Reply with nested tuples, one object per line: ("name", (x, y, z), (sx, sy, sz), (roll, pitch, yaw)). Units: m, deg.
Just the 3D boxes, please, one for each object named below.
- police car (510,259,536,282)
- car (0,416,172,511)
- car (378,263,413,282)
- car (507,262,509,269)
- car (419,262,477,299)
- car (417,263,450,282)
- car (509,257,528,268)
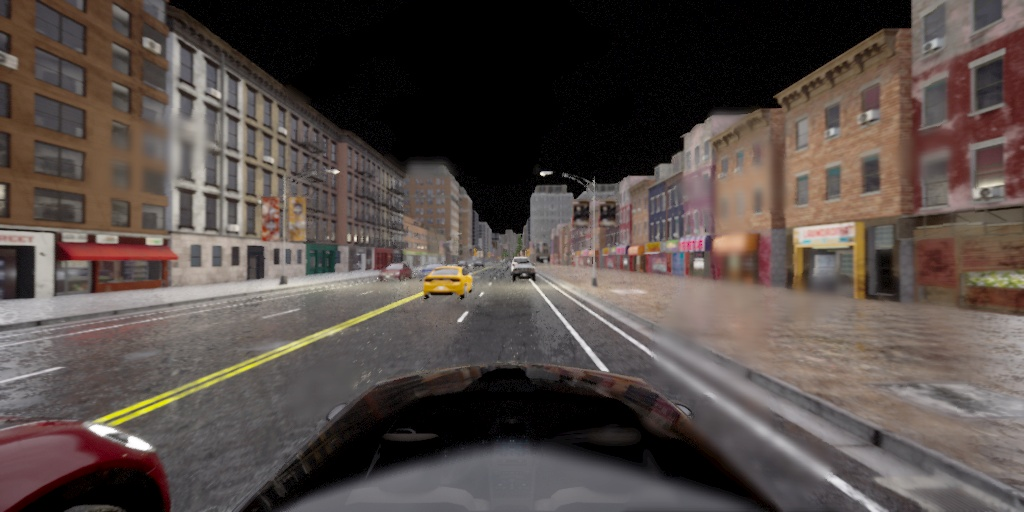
("police car", (0.972, 1.273, 30.592), (1.930, 1.638, 5.238), (0, 0, 0))
("car", (-3.151, 1.102, 0.295), (2.097, 1.767, 4.553), (0, 0, 0))
("car", (-9.848, 1.374, 30.759), (1.812, 1.442, 4.674), (0, 0, 0))
("car", (-0.008, 1.658, 65.276), (2.033, 1.411, 5.357), (0, -1, 0))
("car", (-3.151, 1.277, 18.420), (1.882, 1.535, 5.008), (0, 0, 0))
("car", (-6.598, 1.374, 30.762), (1.812, 1.442, 4.674), (0, 0, 0))
("car", (0.970, 1.119, 40.514), (2.150, 2.045, 5.566), (0, 0, 0))
